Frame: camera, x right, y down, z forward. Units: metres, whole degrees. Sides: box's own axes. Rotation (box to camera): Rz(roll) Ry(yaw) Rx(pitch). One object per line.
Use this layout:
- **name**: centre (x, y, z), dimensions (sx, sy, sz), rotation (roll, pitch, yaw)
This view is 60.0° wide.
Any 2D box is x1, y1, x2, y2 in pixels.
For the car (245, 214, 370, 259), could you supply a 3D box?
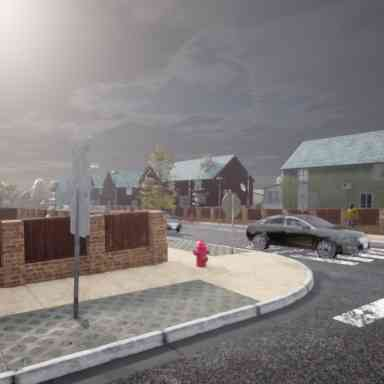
- **car**: centre (4.410, 1.664, 13.378), dimensions (2.128, 1.511, 4.902), rotation (2, -3, -41)

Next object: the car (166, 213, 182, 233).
- **car**: centre (-2.523, 1.978, 22.497), dimensions (2.128, 1.511, 4.902), rotation (1, -2, -36)

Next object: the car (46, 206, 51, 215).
- **car**: centre (-23.620, 3.174, 56.775), dimensions (1.837, 1.490, 4.892), rotation (1, -3, -36)

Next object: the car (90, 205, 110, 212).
- **car**: centre (-8.918, 2.143, 31.376), dimensions (2.097, 1.767, 4.553), rotation (1, -2, -36)

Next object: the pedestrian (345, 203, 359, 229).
- **pedestrian**: centre (8.367, 1.463, 17.427), dimensions (0.375, 1.860, 0.375), rotation (0, 0, -36)

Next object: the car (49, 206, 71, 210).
- **car**: centre (-15.697, 2.717, 40.815), dimensions (1.895, 1.301, 4.718), rotation (1, -2, -35)
